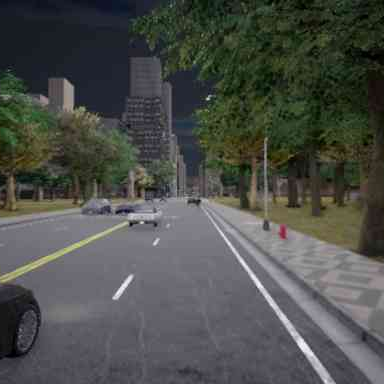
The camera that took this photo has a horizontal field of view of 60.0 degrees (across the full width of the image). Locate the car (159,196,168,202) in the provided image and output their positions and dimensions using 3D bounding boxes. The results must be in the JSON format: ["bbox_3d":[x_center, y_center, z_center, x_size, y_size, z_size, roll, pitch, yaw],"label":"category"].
[{"bbox_3d":[-6.494,1.662,76.502,2.033,1.411,5.357,0,0,0],"label":"car"}]

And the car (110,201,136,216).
[{"bbox_3d":[-6.592,1.631,34.551,2.033,1.411,5.357,0,0,0],"label":"car"}]

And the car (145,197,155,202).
[{"bbox_3d":[-9.744,1.717,76.471,1.895,1.301,4.718,0,0,0],"label":"car"}]

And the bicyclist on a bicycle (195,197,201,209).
[{"bbox_3d":[0.898,1.491,42.254,0.659,1.776,1.843,0,0,0],"label":"bicyclist on a bicycle"}]

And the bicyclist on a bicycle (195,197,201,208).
[{"bbox_3d":[0.898,1.604,51.567,0.866,1.612,1.509,0,0,0],"label":"bicyclist on a bicycle"}]

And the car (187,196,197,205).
[{"bbox_3d":[0.042,1.754,67.086,1.837,1.490,4.892,0,-2,1],"label":"car"}]

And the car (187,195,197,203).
[{"bbox_3d":[0.007,1.675,77.465,2.097,1.767,4.553,0,0,0],"label":"car"}]

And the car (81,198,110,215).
[{"bbox_3d":[-9.837,1.435,34.494,2.097,1.767,4.553,0,0,0],"label":"car"}]

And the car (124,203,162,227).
[{"bbox_3d":[-3.147,1.641,23.121,1.895,1.301,4.718,0,0,0],"label":"car"}]

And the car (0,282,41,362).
[{"bbox_3d":[-3.162,1.528,3.043,1.812,1.442,4.674,0,0,0],"label":"car"}]
